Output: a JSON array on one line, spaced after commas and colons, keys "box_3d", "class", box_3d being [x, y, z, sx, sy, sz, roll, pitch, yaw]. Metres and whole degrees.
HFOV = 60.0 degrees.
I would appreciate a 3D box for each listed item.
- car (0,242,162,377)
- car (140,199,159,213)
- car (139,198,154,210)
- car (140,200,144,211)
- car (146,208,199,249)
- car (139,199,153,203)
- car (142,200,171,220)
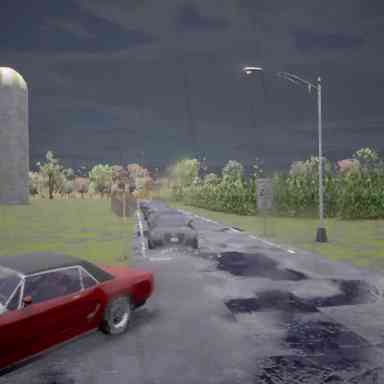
[{"box_3d": [-2.627, 1.626, 4.633, 1.895, 1.301, 4.718, 0, -1, 31], "class": "car"}, {"box_3d": [-5.497, 1.680, 42.084, 2.128, 1.511, 4.902, -1, 0, -10], "class": "car"}, {"box_3d": [-6.609, 1.693, 48.172, 1.882, 1.535, 5.008, -1, 0, -10], "class": "car"}, {"box_3d": [-3.333, 1.699, 29.862, 1.994, 1.385, 4.181, -1, 0, -10], "class": "car"}, {"box_3d": [-0.895, 1.636, 14.678, 1.994, 1.385, 4.181, -1, 0, -7], "class": "car"}, {"box_3d": [-4.357, 1.708, 35.729, 2.033, 1.411, 5.357, -1, 0, -10], "class": "car"}, {"box_3d": [-2.191, 1.599, 23.179, 2.128, 1.511, 4.902, -1, 0, -10], "class": "car"}]
